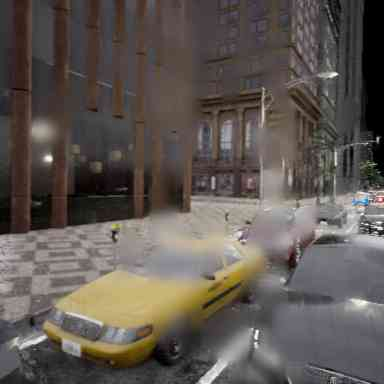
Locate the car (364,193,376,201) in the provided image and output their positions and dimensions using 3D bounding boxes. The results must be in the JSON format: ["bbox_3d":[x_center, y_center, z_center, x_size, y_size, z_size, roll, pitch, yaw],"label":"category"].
[{"bbox_3d":[35.752,0.956,66.607,1.887,1.381,4.507,2,1,31],"label":"car"}]

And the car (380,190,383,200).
[{"bbox_3d":[40.924,0.594,69.922,2.150,2.045,5.566,2,1,31],"label":"car"}]

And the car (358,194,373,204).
[{"bbox_3d":[27.459,1.053,52.546,1.887,1.381,4.507,2,1,31],"label":"car"}]

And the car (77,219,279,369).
[{"bbox_3d":[-0.118,1.408,5.793,1.752,1.417,4.829,2,1,31],"label":"car"}]

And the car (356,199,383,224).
[{"bbox_3d":[9.481,1.352,16.630,1.837,1.490,4.892,2,1,31],"label":"car"}]

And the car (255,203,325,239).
[{"bbox_3d":[2.777,1.283,10.696,1.967,1.590,4.097,2,1,31],"label":"car"}]

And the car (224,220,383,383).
[{"bbox_3d":[2.357,1.451,4.747,1.837,1.490,4.892,2,1,30],"label":"car"}]

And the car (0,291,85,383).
[{"bbox_3d":[-2.839,1.469,1.182,2.008,1.369,4.403,2,1,31],"label":"car"}]

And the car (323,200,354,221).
[{"bbox_3d":[8.388,1.327,20.213,1.947,1.339,4.313,2,1,31],"label":"car"}]

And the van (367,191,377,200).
[{"bbox_3d":[38.520,0.720,71.290,1.690,1.788,3.998,2,1,31],"label":"van"}]

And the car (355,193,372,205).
[{"bbox_3d":[24.697,0.982,47.858,1.967,1.590,4.097,2,1,31],"label":"car"}]

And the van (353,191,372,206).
[{"bbox_3d":[21.935,0.917,43.170,1.690,1.788,3.998,2,1,31],"label":"van"}]

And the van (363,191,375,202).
[{"bbox_3d":[32.991,0.784,61.917,1.690,1.788,3.998,2,1,31],"label":"van"}]

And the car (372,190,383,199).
[{"bbox_3d":[24.715,0.857,42.608,2.150,2.045,5.566,2,1,30],"label":"car"}]

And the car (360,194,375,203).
[{"bbox_3d":[30.222,1.041,57.233,1.947,1.339,4.313,2,1,31],"label":"car"}]

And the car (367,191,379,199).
[{"bbox_3d":[41.285,0.662,75.976,2.192,1.841,5.009,2,1,31],"label":"car"}]
